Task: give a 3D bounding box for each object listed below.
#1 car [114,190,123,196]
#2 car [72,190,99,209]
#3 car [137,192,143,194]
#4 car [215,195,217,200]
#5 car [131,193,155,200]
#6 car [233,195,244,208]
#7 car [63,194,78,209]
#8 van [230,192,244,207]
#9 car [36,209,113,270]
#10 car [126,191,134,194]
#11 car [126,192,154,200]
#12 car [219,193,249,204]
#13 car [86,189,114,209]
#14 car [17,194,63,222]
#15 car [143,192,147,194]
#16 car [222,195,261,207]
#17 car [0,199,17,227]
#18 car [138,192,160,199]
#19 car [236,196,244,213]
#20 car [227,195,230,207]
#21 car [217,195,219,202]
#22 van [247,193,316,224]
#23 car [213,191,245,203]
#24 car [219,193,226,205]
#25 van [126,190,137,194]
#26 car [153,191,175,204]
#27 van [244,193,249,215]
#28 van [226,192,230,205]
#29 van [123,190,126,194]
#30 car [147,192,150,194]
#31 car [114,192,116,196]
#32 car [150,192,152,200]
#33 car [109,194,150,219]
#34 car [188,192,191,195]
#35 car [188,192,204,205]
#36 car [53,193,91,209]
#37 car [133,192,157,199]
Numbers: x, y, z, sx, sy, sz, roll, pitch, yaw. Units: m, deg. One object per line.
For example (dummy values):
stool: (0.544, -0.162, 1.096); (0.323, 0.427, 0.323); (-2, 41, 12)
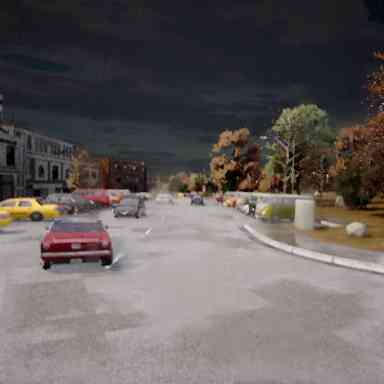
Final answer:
car: (-10.868, 0.858, 38.919); (4.553, 1.767, 2.185); (0, 1, -19)
car: (-11.052, 0.910, 30.111); (4.553, 1.767, 2.185); (0, 0, -19)
car: (-10.726, 0.798, 53.572); (4.553, 1.767, 2.185); (0, 0, -19)
car: (7.259, 1.275, 62.168); (4.792, 1.488, 2.163); (2, 0, -19)
car: (-10.457, 0.914, 71.182); (4.674, 1.452, 2.002); (0, 0, -19)
car: (6.829, 1.405, 32.713); (4.674, 1.452, 2.002); (2, 1, -19)
car: (-11.069, 1.108, 24.254); (4.792, 1.488, 2.163); (0, 0, -19)
van: (6.768, 1.119, 35.614); (4.442, 1.987, 1.878); (2, 1, -19)
car: (-3.677, 1.447, 10.691); (1.895, 1.301, 4.718); (1, 0, -18)
car: (-10.811, 0.956, 44.779); (5.008, 1.535, 2.097); (0, 1, -19)
car: (-10.667, 0.879, 68.181); (5.366, 1.575, 1.946); (0, 0, -19)
car: (7.129, 1.134, 56.256); (4.553, 1.767, 2.185); (2, 0, -19)
car: (-11.004, 0.767, 33.033); (5.566, 2.045, 2.435); (0, 1, -19)
car: (-11.317, 1.096, 21.252); (5.366, 1.575, 1.946); (0, 1, -19)
car: (-10.662, 0.916, 56.512); (4.892, 1.521, 2.231); (0, 0, -19)
car: (7.024, 1.291, 47.435); (4.892, 1.521, 2.231); (2, 0, -19)
car: (-11.399, 1.143, 15.392); (5.366, 1.575, 1.946); (0, 1, -19)
car: (-10.331, 0.851, 79.978); (4.892, 1.521, 2.231); (0, 0, -19)
car: (6.791, 1.424, 29.768); (4.674, 1.452, 2.002); (2, 1, -19)
car: (6.905, 1.370, 38.606); (4.674, 1.452, 2.002); (2, 0, -19)
car: (7.139, 1.300, 53.333); (4.792, 1.488, 2.163); (2, 0, -19)
van: (6.604, 1.197, 23.839); (4.442, 1.987, 1.878); (2, 1, -19)
car: (7.257, 0.984, 65.085); (5.566, 2.045, 2.435); (2, 0, -19)
car: (6.816, 1.294, 44.428); (5.366, 1.575, 1.946); (2, 1, -19)
van: (-10.668, 0.718, 47.754); (4.442, 1.987, 1.878); (0, 0, -19)
car: (-4.326, 0.788, 52.396); (2.150, 2.045, 5.566); (1, 0, 1)
van: (6.862, 1.183, 26.869); (4.442, 1.987, 1.878); (2, 0, -19)
van: (7.066, 1.094, 41.586); (4.442, 1.987, 1.878); (2, 0, -19)
van: (-10.965, 0.744, 41.802); (4.442, 1.987, 1.878); (0, 1, -19)
car: (-10.588, 0.936, 59.458); (4.792, 1.488, 2.163); (0, 0, -19)
car: (-10.941, 1.041, 35.983); (4.674, 1.452, 2.002); (0, 0, -19)
car: (-10.586, 0.899, 62.384); (4.892, 1.521, 2.231); (0, 0, -19)
car: (-4.761, 1.201, 25.994); (1.837, 1.490, 4.892); (1, 2, 1)
car: (0.841, 1.125, 62.442); (2.128, 1.511, 4.902); (1, 0, 1)
car: (0.778, 1.196, 50.753); (1.812, 1.442, 4.674); (1, 0, 1)
car: (-11.053, 1.058, 27.180); (4.892, 1.521, 2.231); (0, 1, -19)
car: (-10.421, 0.867, 74.115); (4.892, 1.521, 2.231); (0, 0, -19)
